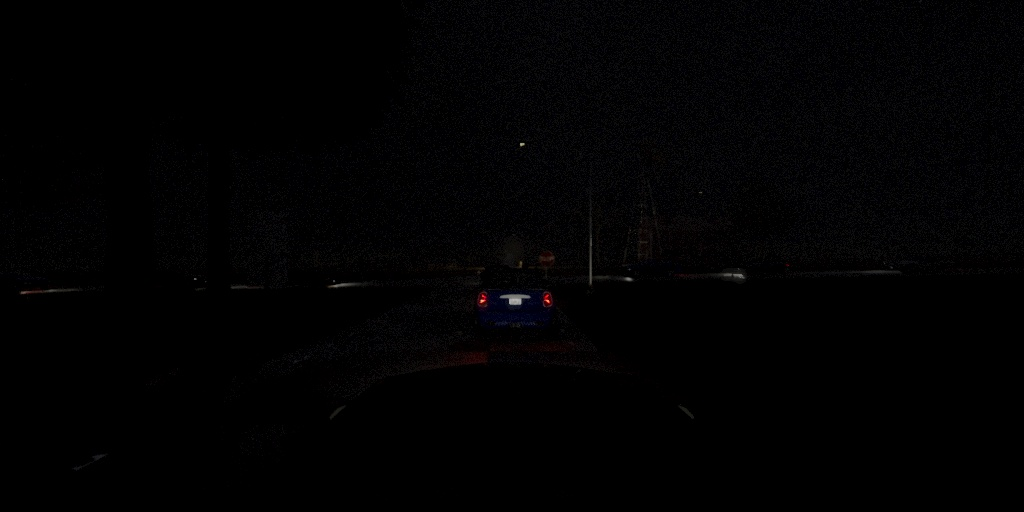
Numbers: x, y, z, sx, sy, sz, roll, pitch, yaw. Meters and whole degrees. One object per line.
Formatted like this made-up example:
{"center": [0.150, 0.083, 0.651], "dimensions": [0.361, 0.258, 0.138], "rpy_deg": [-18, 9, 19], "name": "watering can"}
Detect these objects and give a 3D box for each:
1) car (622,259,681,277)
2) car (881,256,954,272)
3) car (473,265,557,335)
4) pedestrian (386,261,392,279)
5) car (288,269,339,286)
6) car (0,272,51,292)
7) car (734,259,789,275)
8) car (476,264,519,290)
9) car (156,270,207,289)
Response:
{"center": [12.573, 1.067, 32.519], "dimensions": [5.008, 1.535, 1.882], "rpy_deg": [-1, 1, 0], "name": "car"}
{"center": [36.589, 0.702, 32.453], "dimensions": [4.718, 1.301, 1.895], "rpy_deg": [-1, 1, 0], "name": "car"}
{"center": [0.075, 1.132, 10.808], "dimensions": [2.097, 1.767, 4.553], "rpy_deg": [0, 0, 0], "name": "car"}
{"center": [-12.241, 1.348, 35.610], "dimensions": [0.375, 1.860, 0.375], "rpy_deg": [0, 2, 0], "name": "pedestrian"}
{"center": [-17.365, 1.751, 29.654], "dimensions": [5.357, 1.411, 2.033], "rpy_deg": [-1, 1, 0], "name": "car"}
{"center": [-41.475, 2.116, 29.730], "dimensions": [5.008, 1.535, 1.882], "rpy_deg": [-1, 1, 0], "name": "car"}
{"center": [22.555, 0.953, 32.502], "dimensions": [4.181, 1.385, 1.994], "rpy_deg": [-1, 1, 0], "name": "car"}
{"center": [-1.100, 1.356, 24.746], "dimensions": [1.837, 1.490, 4.892], "rpy_deg": [1, 0, -16], "name": "car"}
{"center": [-27.657, 1.884, 29.681], "dimensions": [4.902, 1.511, 2.128], "rpy_deg": [-1, 1, 0], "name": "car"}
